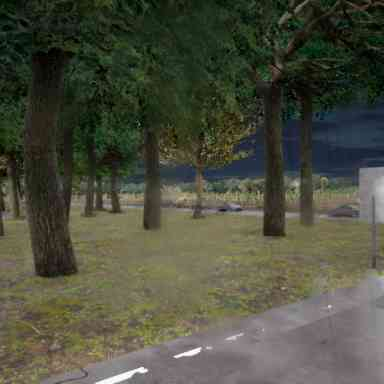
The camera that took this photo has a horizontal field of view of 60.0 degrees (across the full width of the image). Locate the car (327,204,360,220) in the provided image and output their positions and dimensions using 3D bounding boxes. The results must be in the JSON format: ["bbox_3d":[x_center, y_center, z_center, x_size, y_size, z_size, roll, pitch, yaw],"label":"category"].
[{"bbox_3d":[15.758,1.954,33.210,1.994,1.385,4.181,-1,0,-35],"label":"car"}]

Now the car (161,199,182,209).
[{"bbox_3d":[-4.167,2.379,66.425,2.097,1.767,4.553,-1,0,-35],"label":"car"}]

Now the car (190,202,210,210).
[{"bbox_3d":[1.356,2.427,58.688,1.994,1.385,4.181,-1,0,-34],"label":"car"}]

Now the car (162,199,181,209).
[{"bbox_3d":[-3.547,2.101,60.766,1.837,1.490,4.892,-1,0,-35],"label":"car"}]

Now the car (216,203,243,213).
[{"bbox_3d":[5.404,2.280,47.917,1.994,1.385,4.181,-1,0,-35],"label":"car"}]
